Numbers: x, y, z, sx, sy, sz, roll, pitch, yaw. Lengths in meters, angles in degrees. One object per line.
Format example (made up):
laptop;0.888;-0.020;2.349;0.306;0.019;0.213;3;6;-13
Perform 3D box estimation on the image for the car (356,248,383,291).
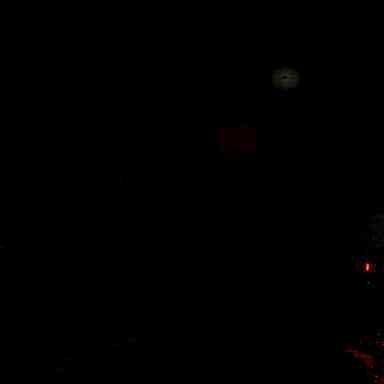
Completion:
car;5.885;1.594;7.678;4.718;1.301;1.895;0;0;-35
